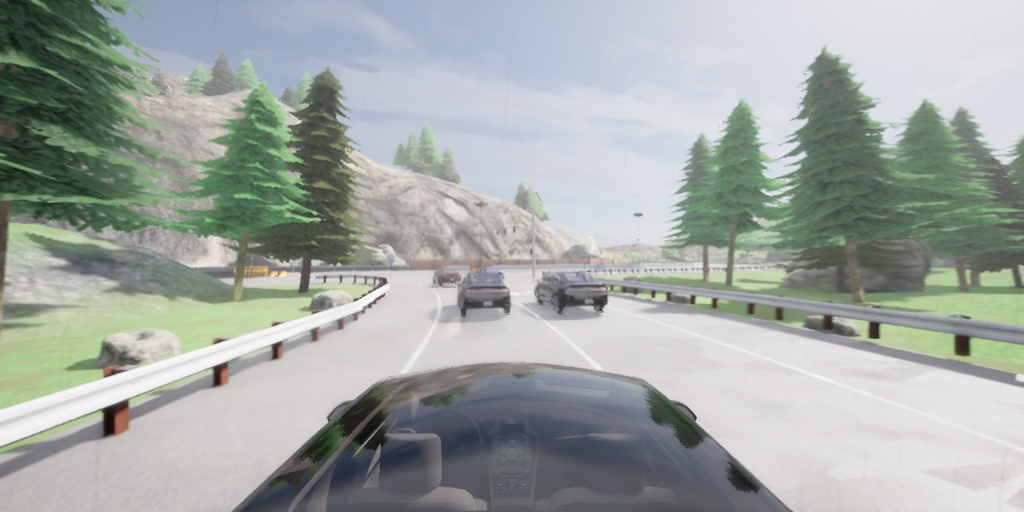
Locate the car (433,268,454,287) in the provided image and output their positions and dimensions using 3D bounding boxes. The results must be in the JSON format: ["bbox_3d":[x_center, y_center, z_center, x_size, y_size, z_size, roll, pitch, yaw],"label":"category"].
[{"bbox_3d":[-5.321,1.681,29.501,1.812,1.442,4.674,0,-1,-20],"label":"car"}]

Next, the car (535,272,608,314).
[{"bbox_3d":[2.263,1.403,14.776,2.128,1.511,4.902,0,-1,-10],"label":"car"}]

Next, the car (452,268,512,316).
[{"bbox_3d":[-1.212,1.419,14.375,2.128,1.511,4.902,0,-1,-10],"label":"car"}]
